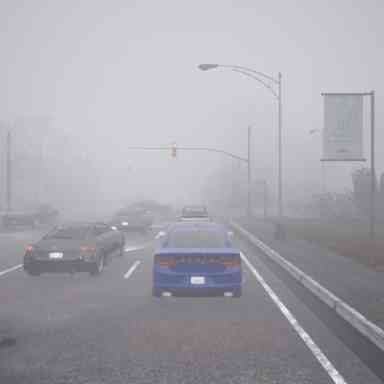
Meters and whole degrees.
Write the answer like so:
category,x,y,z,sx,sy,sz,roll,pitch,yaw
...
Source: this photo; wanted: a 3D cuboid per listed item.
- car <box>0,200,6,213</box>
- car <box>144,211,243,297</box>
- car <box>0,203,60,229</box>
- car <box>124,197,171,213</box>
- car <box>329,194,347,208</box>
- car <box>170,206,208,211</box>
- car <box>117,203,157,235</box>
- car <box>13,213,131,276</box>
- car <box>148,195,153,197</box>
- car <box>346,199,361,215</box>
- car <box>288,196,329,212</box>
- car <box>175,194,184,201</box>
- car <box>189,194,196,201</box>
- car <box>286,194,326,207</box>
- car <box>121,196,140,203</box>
category,x,y,z,sx,sy,sz,roll,pitch,yaw
car,-23.142,1.562,36.756,4.181,1.385,1.994,0,0,3
car,0.112,1.477,8.611,1.882,1.535,5.008,0,0,0
car,-10.418,1.477,21.944,1.882,1.535,5.008,0,0,-1
car,-4.519,1.525,35.680,4.674,1.442,1.812,0,0,3
car,17.632,1.220,34.393,5.566,2.045,2.150,0,0,3
car,0.127,1.491,18.110,2.128,1.511,4.902,0,0,0
car,-3.373,1.563,18.768,1.994,1.385,4.181,0,0,0
car,-3.395,1.564,10.385,1.994,1.385,4.181,0,0,1
car,-10.389,1.522,74.392,1.812,1.442,4.674,0,0,0
car,17.112,1.563,30.918,4.181,1.385,1.994,0,0,3
car,14.071,1.477,38.306,5.008,1.535,1.882,0,0,3
car,-3.372,1.347,85.969,2.097,1.767,4.553,0,0,0
car,0.127,1.531,85.577,2.033,1.411,5.357,0,0,0
car,14.784,1.220,41.791,5.566,2.045,2.150,0,0,2
car,-10.503,1.490,55.436,2.128,1.511,4.902,0,0,0
